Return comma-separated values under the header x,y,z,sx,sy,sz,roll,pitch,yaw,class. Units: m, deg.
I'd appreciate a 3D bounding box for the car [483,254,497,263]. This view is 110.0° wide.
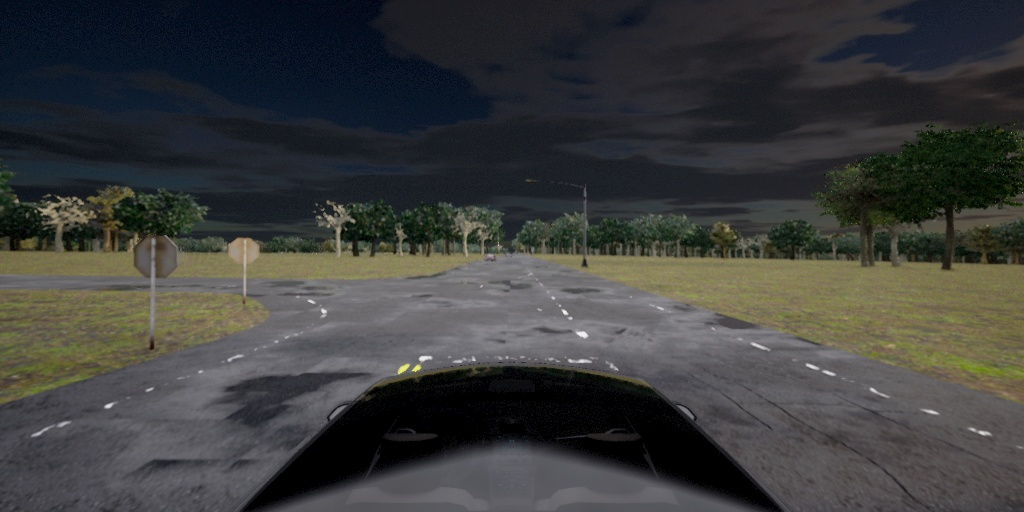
x,y,z,sx,sy,sz,roll,pitch,yaw,class
-3.637,0.354,60.450,1.812,1.442,4.674,0,1,0,car
